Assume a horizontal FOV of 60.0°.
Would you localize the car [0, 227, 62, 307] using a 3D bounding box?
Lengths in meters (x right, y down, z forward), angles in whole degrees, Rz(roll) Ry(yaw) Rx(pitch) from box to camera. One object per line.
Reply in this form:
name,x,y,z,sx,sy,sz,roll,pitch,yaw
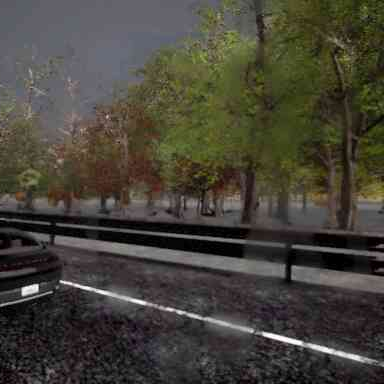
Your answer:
car,-4.886,1.529,7.347,4.892,1.490,1.837,-1,0,35
